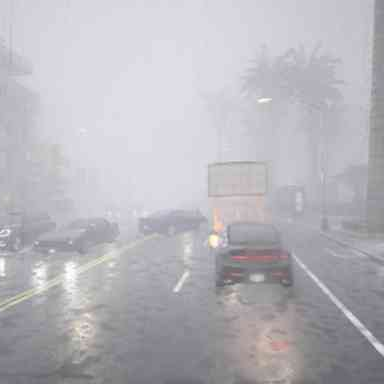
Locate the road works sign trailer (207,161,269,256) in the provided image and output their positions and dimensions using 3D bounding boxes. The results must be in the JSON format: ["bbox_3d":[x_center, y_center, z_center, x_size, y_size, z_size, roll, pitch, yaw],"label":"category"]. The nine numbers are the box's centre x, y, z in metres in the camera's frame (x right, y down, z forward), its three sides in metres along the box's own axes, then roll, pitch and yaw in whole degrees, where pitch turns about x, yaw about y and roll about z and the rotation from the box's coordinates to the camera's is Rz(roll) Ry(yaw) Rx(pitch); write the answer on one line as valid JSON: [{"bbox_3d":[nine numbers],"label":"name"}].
[{"bbox_3d":[1.863,0.575,13.436,2.380,3.560,2.880,-2,-2,5],"label":"road works sign trailer"}]

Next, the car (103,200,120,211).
[{"bbox_3d":[-13.746,2.573,56.992,1.837,1.490,4.892,-1,-1,-25],"label":"car"}]

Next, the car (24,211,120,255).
[{"bbox_3d":[-4.949,1.863,15.186,2.033,1.411,5.357,-1,-1,7],"label":"car"}]

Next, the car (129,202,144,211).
[{"bbox_3d":[-9.195,2.445,55.386,1.837,1.490,4.892,-1,0,-22],"label":"car"}]

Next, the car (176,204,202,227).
[{"bbox_3d":[-0.205,1.843,27.331,1.882,1.535,5.008,-1,-1,0],"label":"car"}]

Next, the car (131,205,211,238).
[{"bbox_3d":[-1.002,1.766,20.098,1.882,1.535,5.008,-2,-1,37],"label":"car"}]

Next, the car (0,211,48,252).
[{"bbox_3d":[-8.363,1.761,15.861,2.097,1.767,4.553,-1,-1,7],"label":"car"}]

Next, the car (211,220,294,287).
[{"bbox_3d":[1.595,1.560,9.531,1.837,1.490,4.892,-1,1,5],"label":"car"}]
